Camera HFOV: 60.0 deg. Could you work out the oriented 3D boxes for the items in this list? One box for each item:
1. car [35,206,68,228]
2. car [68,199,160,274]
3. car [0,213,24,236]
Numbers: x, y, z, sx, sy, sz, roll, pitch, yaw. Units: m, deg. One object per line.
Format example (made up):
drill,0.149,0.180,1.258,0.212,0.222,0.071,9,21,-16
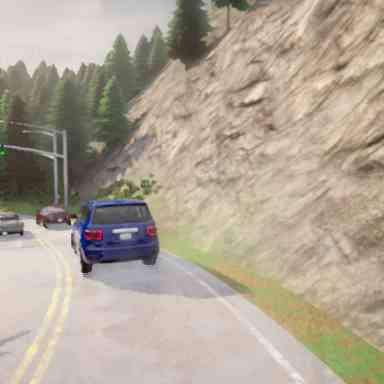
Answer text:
car,-10.085,1.728,24.110,1.812,1.442,4.674,-2,1,-33
car,-2.756,1.246,11.128,2.150,2.045,5.566,-2,1,-23
car,-10.961,1.901,19.448,1.895,1.301,4.718,-2,0,-31
